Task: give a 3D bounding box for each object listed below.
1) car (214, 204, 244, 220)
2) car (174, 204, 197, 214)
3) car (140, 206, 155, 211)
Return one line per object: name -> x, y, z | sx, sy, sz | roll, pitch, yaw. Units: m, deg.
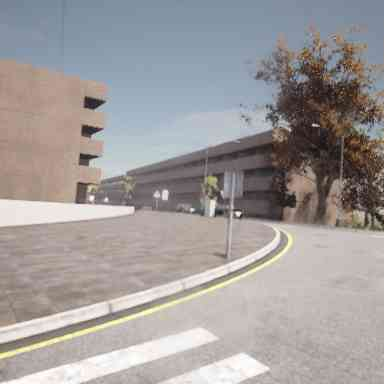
car -> 3.731, 2.078, 35.697 | 2.128, 1.511, 4.902 | 5, -3, -23
car -> -0.968, 2.382, 46.529 | 2.128, 1.511, 4.902 | 5, -4, -24
car -> -8.314, 3.426, 62.403 | 1.837, 1.490, 4.892 | 5, -7, -25
